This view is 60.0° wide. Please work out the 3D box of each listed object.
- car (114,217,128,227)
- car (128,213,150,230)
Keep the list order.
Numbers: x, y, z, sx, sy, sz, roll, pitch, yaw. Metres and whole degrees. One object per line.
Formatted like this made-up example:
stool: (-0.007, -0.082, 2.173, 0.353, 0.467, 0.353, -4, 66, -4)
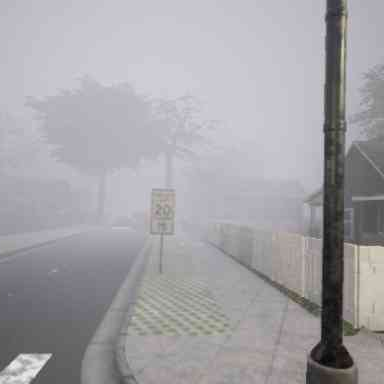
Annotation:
car: (-9.443, 4.087, 45.816, 1.994, 1.385, 4.181, 2, -3, -5)
car: (-6.224, 3.581, 41.270, 2.150, 2.045, 5.566, 2, -3, -4)
